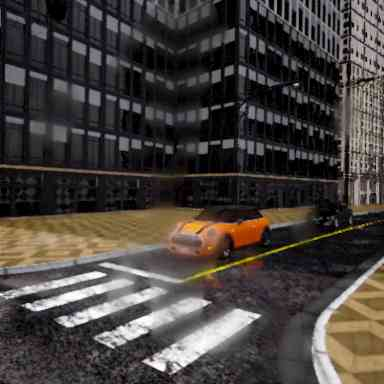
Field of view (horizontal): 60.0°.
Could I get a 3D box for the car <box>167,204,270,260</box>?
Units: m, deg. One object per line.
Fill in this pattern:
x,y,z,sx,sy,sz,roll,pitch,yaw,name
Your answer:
1.141,1.299,12.438,2.097,1.767,4.553,1,1,38,car

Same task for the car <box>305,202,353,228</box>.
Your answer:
9.178,1.479,22.107,1.837,1.490,4.892,1,1,41,car
